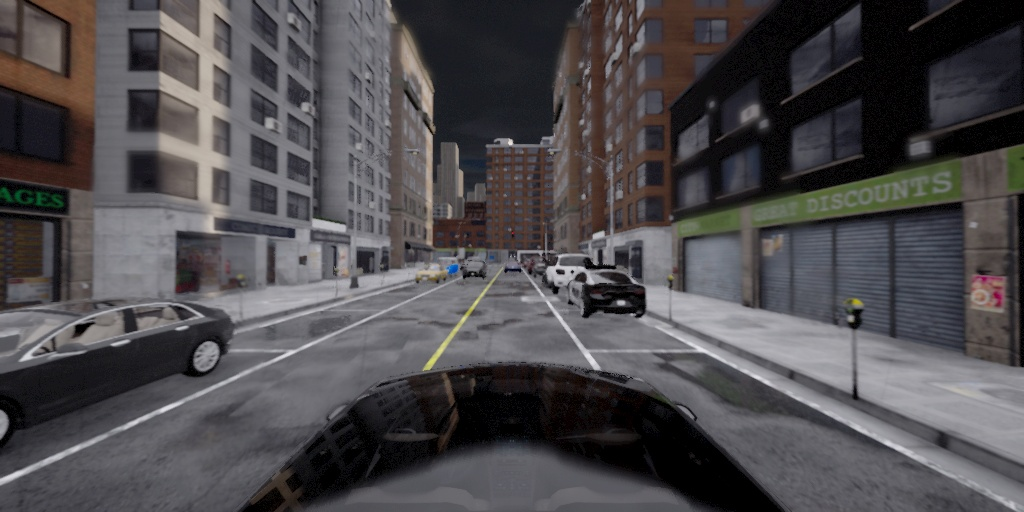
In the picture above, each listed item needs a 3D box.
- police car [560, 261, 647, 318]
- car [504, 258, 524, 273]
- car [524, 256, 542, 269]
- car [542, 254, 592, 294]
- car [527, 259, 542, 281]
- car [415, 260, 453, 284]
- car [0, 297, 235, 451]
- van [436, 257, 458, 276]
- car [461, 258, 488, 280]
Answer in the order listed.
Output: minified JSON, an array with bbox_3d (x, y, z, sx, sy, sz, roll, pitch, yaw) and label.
[{"bbox_3d":[3.139,1.134,12.910,1.930,1.638,5.238,0,0,0],"label":"police car"},{"bbox_3d":[0.110,1.209,42.415,1.994,1.385,4.181,0,0,0],"label":"car"},{"bbox_3d":[2.687,0.966,37.566,2.192,1.841,5.009,0,0,0],"label":"car"},{"bbox_3d":[3.115,0.910,19.830,2.150,2.045,5.566,0,0,0],"label":"car"},{"bbox_3d":[2.684,1.210,32.084,2.007,1.370,4.403,0,0,0],"label":"car"},{"bbox_3d":[-5.844,1.197,26.439,1.751,1.417,4.829,0,0,0],"label":"car"},{"bbox_3d":[-5.855,1.289,4.684,2.007,1.370,4.403,0,0,0],"label":"car"},{"bbox_3d":[-5.841,1.002,32.092,1.690,1.789,3.998,0,0,0],"label":"van"},{"bbox_3d":[-3.080,1.168,30.514,1.837,1.490,4.892,0,0,0],"label":"car"}]
